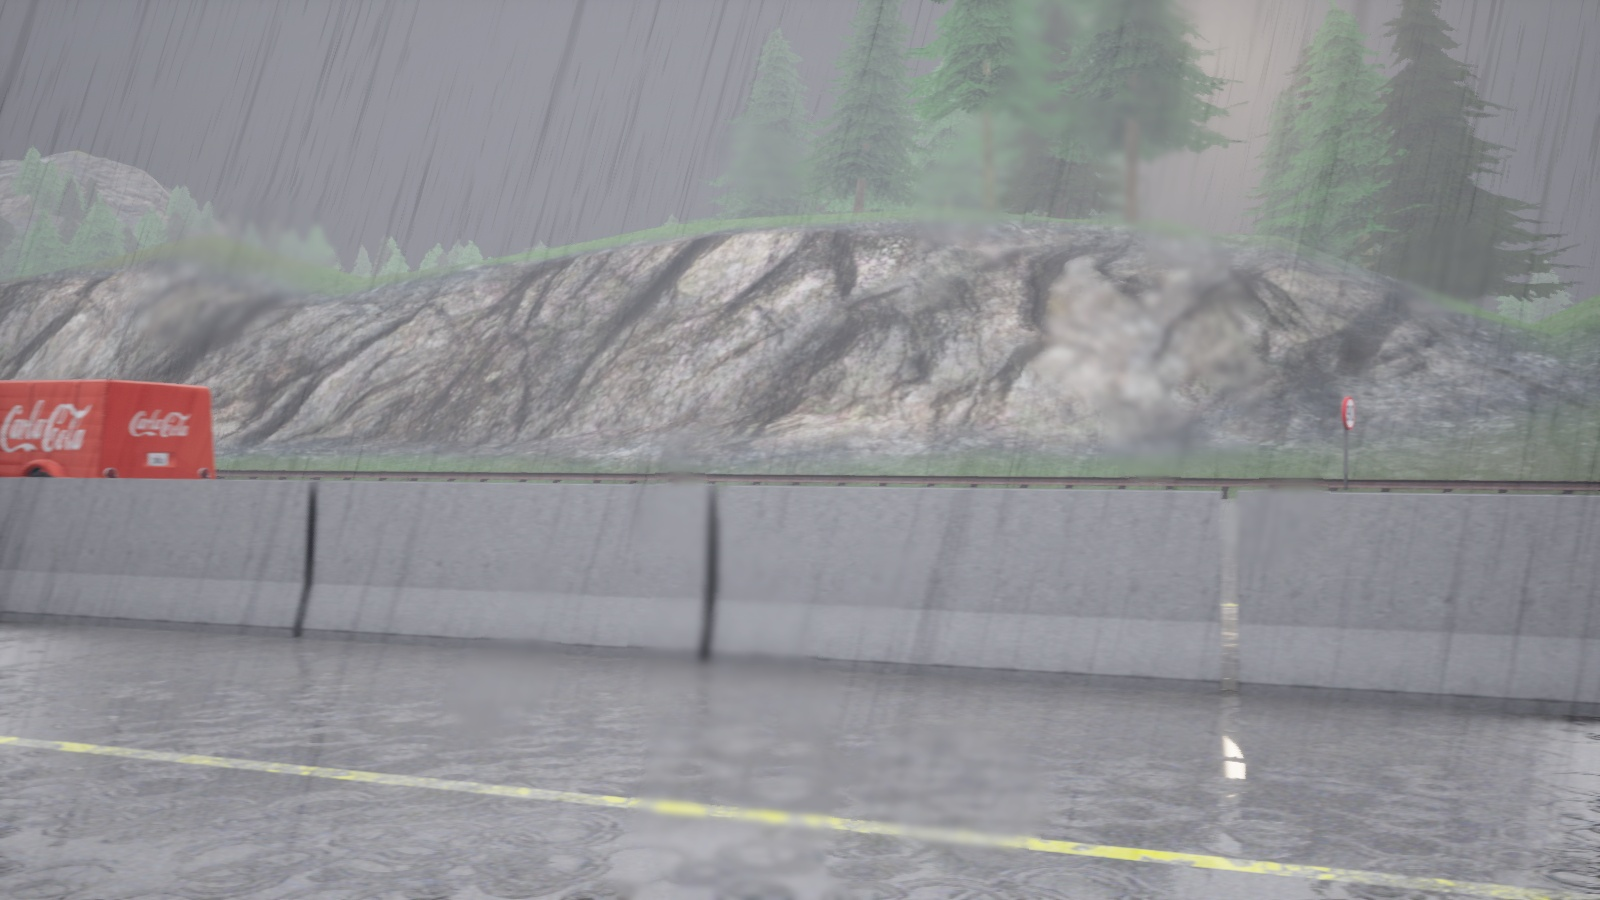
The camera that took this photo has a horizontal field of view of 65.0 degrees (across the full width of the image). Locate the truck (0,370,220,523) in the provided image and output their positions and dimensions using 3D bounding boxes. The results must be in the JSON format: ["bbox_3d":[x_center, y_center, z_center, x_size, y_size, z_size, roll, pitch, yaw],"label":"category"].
[{"bbox_3d":[-13.379,-0.067,22.481,5.204,2.467,2.627,1,-1,24],"label":"truck"}]
